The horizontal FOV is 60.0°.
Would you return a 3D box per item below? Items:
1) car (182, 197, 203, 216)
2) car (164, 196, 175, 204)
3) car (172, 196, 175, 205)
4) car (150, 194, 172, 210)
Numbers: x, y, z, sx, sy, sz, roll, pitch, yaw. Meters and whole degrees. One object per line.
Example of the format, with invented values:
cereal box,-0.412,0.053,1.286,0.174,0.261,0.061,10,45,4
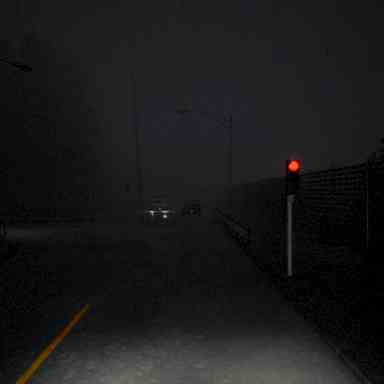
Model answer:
car,0.005,1.525,32.365,1.812,1.442,4.674,0,0,1
car,-4.226,1.525,63.979,1.812,1.442,4.674,0,0,0
car,-4.249,1.352,53.786,2.097,1.767,4.553,0,0,0
car,-4.231,1.221,43.935,2.150,2.045,5.566,0,0,0
